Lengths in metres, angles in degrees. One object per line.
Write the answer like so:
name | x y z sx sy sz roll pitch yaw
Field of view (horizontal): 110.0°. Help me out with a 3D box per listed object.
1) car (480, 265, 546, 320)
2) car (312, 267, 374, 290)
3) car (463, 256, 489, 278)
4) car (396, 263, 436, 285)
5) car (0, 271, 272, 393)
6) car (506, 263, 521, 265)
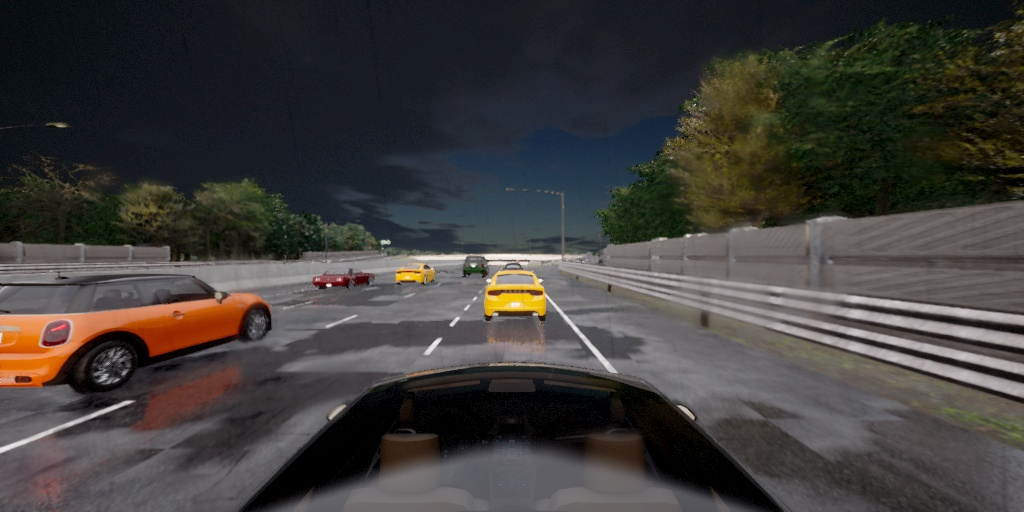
car | 0.101 1.240 12.707 1.882 1.535 5.008 0 0 0
car | -10.399 1.374 22.593 1.895 1.301 4.718 0 0 0
car | -3.497 1.010 35.202 2.150 2.045 5.566 0 0 0
car | -6.899 1.255 26.120 1.882 1.535 5.008 0 0 0
car | -6.899 1.107 6.878 2.097 1.767 4.553 0 0 0
car | 0.117 1.308 31.003 1.812 1.442 4.674 0 0 0
